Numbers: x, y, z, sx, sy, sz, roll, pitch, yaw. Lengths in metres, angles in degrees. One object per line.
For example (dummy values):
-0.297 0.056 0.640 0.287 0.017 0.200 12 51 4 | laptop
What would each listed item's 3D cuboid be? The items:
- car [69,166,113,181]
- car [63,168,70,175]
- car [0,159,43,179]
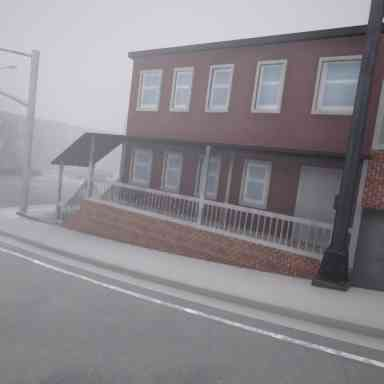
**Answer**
-11.796 -2.177 40.301 1.837 1.490 4.892 11 6 35 | car
-14.230 -2.669 42.866 2.033 1.411 5.357 10 6 35 | car
-17.436 -2.141 32.493 2.033 1.411 5.357 11 6 37 | car
